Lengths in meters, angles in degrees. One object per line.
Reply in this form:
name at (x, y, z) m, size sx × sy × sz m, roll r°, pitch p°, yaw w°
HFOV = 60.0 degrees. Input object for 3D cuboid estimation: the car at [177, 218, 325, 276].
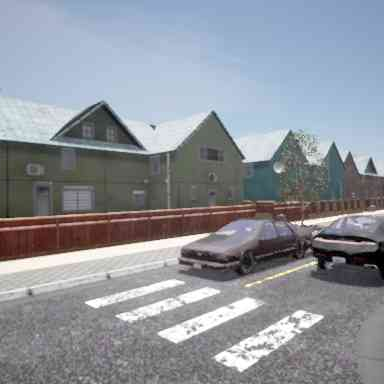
car at (2.031, 1.568, 10.747) m, size 5.357 × 1.411 × 2.033 m, roll -1°, pitch -1°, yaw -45°

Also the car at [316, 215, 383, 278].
car at (5.317, 1.430, 9.851) m, size 4.902 × 1.511 × 2.128 m, roll 0°, pitch -1°, yaw -45°
